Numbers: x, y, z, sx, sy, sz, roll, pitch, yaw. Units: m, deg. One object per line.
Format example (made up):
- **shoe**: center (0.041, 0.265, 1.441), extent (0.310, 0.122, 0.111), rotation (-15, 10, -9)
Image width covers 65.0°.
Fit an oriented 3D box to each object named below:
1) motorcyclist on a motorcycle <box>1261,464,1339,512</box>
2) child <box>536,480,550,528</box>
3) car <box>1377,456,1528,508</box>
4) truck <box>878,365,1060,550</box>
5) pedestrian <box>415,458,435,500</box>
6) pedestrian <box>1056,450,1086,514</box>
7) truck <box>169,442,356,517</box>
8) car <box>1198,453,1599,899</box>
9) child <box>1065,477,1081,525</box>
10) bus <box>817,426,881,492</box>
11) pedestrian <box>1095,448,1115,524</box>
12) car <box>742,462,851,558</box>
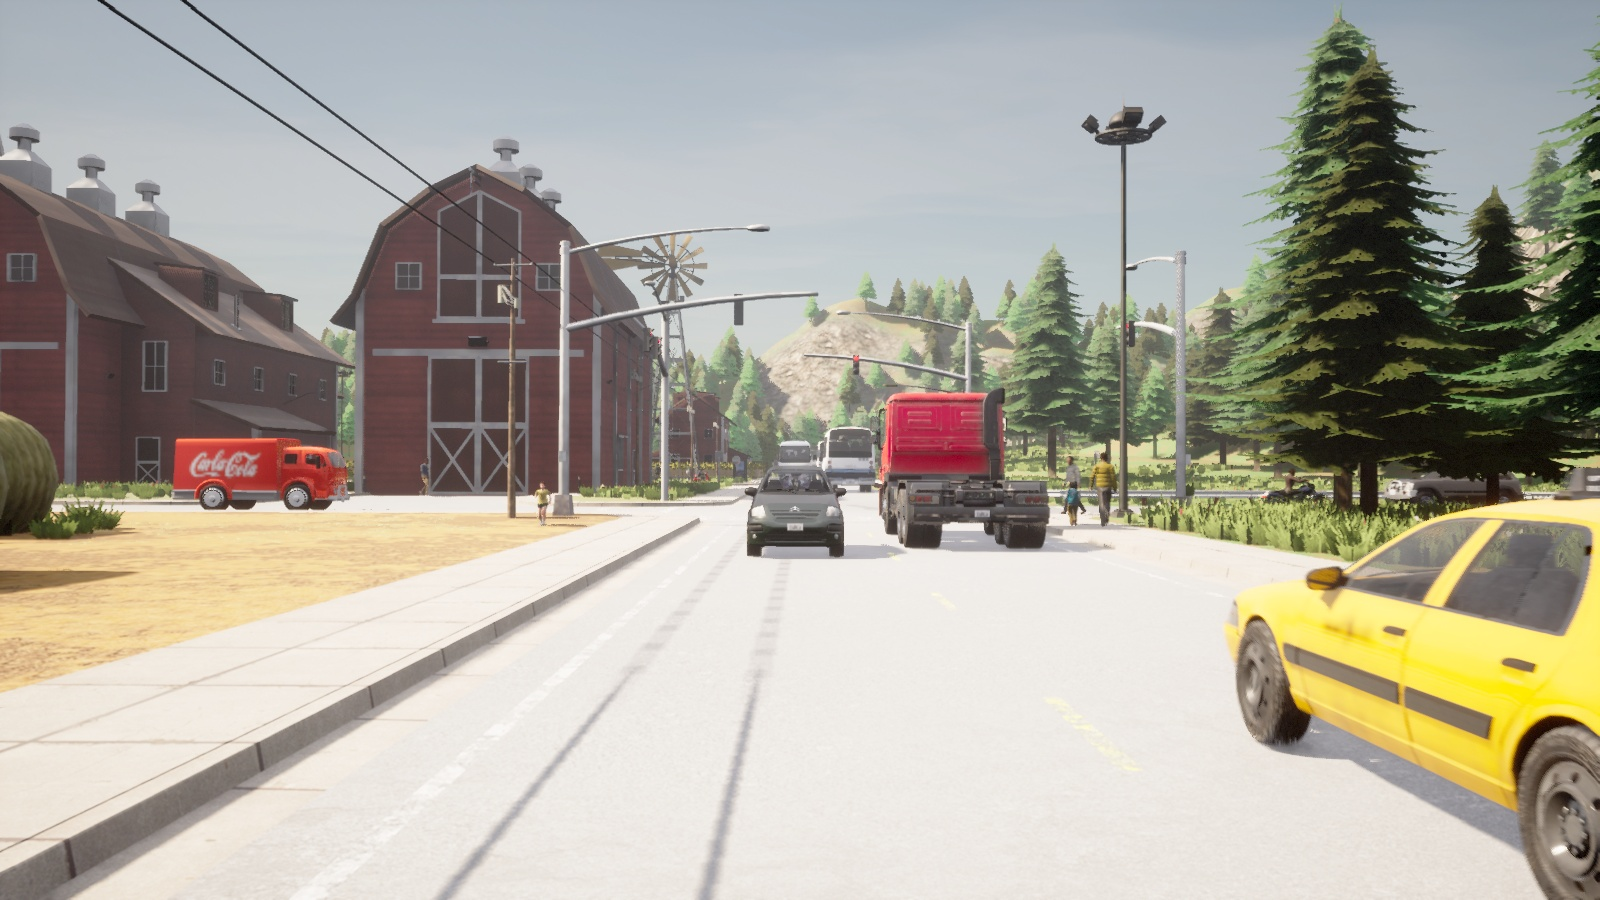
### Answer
- **motorcyclist on a motorcycle**: center (17.178, 1.295, 43.160), extent (2.350, 1.649, 0.766), rotation (0, -1, -1)
- **child**: center (-6.062, 1.275, 29.642), extent (0.255, 1.110, 0.394), rotation (0, -1, -1)
- **car**: center (24.271, 1.186, 46.813), extent (4.605, 1.855, 1.932), rotation (0, -1, -1)
- **truck**: center (3.413, 0.215, 27.560), extent (2.891, 3.462, 7.936), rotation (0, -1, 0)
- **pedestrian**: center (-17.639, 1.363, 59.058), extent (0.788, 1.949, 0.423), rotation (0, -1, 2)
- **pedestrian**: center (8.223, 0.971, 38.112), extent (0.788, 1.949, 0.423), rotation (0, -1, -10)
- **truck**: center (-18.043, 0.980, 42.420), extent (5.204, 2.467, 2.627), rotation (0, -1, -1)
- **car**: center (3.483, 0.815, 5.418), extent (1.801, 1.575, 5.366), rotation (0, -1, 0)
- **child**: center (6.843, 1.277, 31.470), extent (0.343, 1.192, 0.448), rotation (0, -1, 7)
- **bus**: center (3.236, 0.677, 86.153), extent (3.944, 4.253, 10.273), rotation (0, -1, 0)
- **pedestrian**: center (7.488, 0.885, 30.822), extent (0.431, 1.840, 0.709), rotation (0, -1, 15)
- **car**: center (-0.071, 1.049, 23.335), extent (1.851, 1.617, 3.988), rotation (0, -1, 0)
